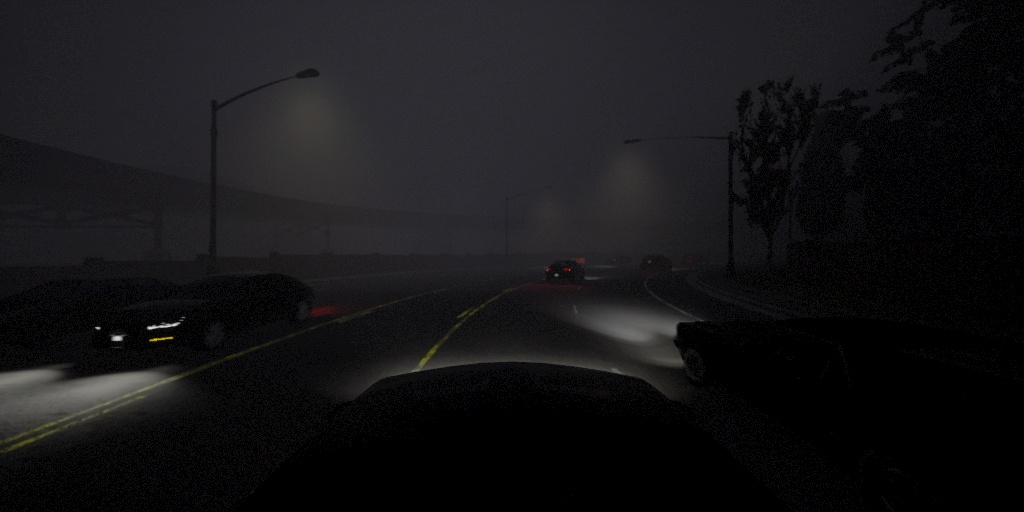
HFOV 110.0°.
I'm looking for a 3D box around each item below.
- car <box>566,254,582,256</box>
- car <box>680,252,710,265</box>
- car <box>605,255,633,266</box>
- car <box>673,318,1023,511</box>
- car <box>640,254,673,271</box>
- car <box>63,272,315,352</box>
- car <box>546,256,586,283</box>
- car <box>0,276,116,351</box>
[{"bbox_3d":[8.310,0.563,50.195,4.553,1.767,2.097,-1,0,-44],"label":"car"},{"bbox_3d":[26.006,0.275,50.869,4.553,1.767,2.097,-1,0,-30],"label":"car"},{"bbox_3d":[15.522,0.579,51.868,5.008,1.535,1.882,-1,0,-37],"label":"car"},{"bbox_3d":[3.612,1.328,3.867,1.895,1.301,4.718,0,1,0],"label":"car"},{"bbox_3d":[14.556,0.557,36.061,2.097,1.767,4.553,0,1,39],"label":"car"},{"bbox_3d":[-6.904,1.180,8.790,1.837,1.490,4.892,-1,1,3],"label":"car"},{"bbox_3d":[3.696,0.981,24.561,1.812,1.442,4.674,-1,0,23],"label":"car"},{"bbox_3d":[-10.543,1.224,9.096,2.033,1.411,5.357,0,1,2],"label":"car"}]
